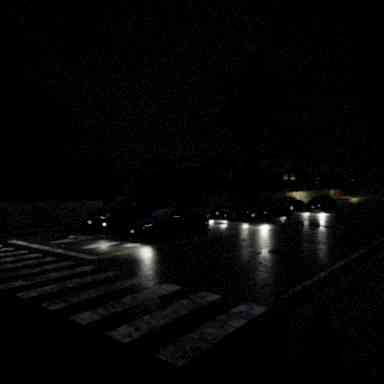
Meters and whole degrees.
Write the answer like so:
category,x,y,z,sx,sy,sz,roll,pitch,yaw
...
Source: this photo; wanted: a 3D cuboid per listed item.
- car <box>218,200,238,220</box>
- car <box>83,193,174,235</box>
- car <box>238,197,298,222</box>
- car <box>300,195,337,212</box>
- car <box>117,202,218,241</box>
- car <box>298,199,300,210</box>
category,x,y,z,sx,sy,sz,roll,pitch,yaw
car,3.127,1.358,26.164,1.994,1.385,4.181,-1,0,39
car,-3.225,1.115,18.528,2.150,2.045,5.566,-1,0,42
car,5.638,1.276,24.092,1.837,1.490,4.892,-1,0,40
car,12.715,1.121,32.552,1.837,1.490,4.892,-1,0,40
car,-1.037,1.401,16.088,1.812,1.442,4.674,-1,0,41
car,9.724,1.198,34.064,2.033,1.411,5.357,-1,1,39
